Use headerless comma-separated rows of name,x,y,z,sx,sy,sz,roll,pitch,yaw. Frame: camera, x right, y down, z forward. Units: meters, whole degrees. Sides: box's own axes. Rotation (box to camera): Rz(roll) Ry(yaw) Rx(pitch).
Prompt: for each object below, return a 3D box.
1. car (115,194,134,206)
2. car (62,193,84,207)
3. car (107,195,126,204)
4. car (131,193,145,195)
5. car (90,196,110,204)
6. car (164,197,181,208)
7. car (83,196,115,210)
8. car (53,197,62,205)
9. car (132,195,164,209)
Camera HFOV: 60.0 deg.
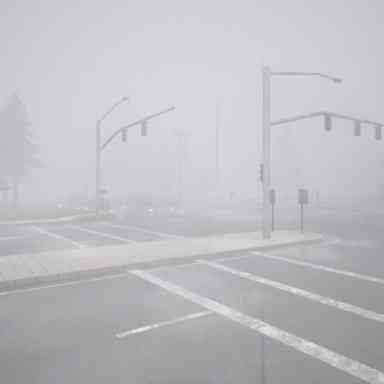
car,-11.495,1.505,54.362,1.837,1.490,4.892,0,0,-35
car,-17.717,1.221,51.024,2.150,2.045,5.566,0,0,-35
car,-14.795,1.478,65.274,1.882,1.535,5.008,0,0,-34
car,-9.009,1.222,56.921,2.150,2.045,5.566,0,0,-35
car,-17.346,1.491,62.786,2.128,1.511,4.902,0,0,-35
car,-3.472,1.505,48.997,1.837,1.490,4.892,0,0,-35
car,-12.056,1.505,42.947,1.837,1.490,4.892,0,0,-35
car,-23.411,1.564,59.244,1.994,1.385,4.181,0,0,-34
car,-6.255,1.505,46.869,1.837,1.490,4.892,0,0,-35
